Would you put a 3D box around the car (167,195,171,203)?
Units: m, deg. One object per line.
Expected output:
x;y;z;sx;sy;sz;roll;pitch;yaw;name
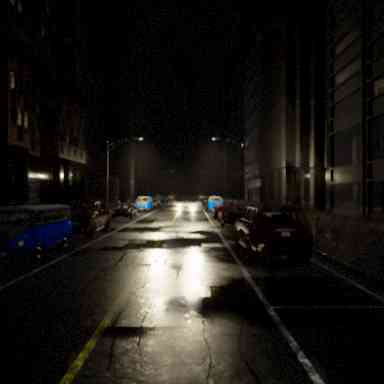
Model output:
-5.752;1.666;68.073;1.752;1.417;4.829;0;0;0;car

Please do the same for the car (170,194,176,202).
-5.750;1.759;85.071;1.947;1.339;4.313;0;0;0;car

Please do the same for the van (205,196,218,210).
2.769;1.420;40.204;1.690;1.788;3.998;0;0;0;van

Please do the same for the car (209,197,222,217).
2.768;1.496;28.985;1.967;1.590;4.097;0;0;0;car

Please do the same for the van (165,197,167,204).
-5.753;1.455;57.025;1.690;1.788;3.998;0;0;0;van

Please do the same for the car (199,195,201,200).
2.772;1.652;62.810;1.752;1.417;4.829;0;0;0;car

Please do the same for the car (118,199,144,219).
-5.758;1.607;28.977;2.008;1.369;4.403;0;0;0;car

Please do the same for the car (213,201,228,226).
2.767;1.589;23.376;1.887;1.381;4.507;0;0;0;car

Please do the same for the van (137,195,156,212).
-5.756;1.420;40.197;1.690;1.788;3.998;0;0;0;van

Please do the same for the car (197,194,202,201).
2.775;1.743;85.075;2.008;1.369;4.403;0;0;0;car

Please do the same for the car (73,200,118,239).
-5.759;1.349;17.758;2.192;1.841;5.009;0;0;0;car

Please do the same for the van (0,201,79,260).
-5.760;1.364;12.149;1.690;1.788;3.998;0;0;0;van

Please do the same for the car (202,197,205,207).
2.770;1.635;45.813;1.887;1.381;4.507;0;0;0;car

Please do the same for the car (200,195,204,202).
2.771;1.639;57.201;1.752;1.417;4.829;0;0;0;car

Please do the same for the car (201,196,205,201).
2.771;1.668;51.422;1.947;1.339;4.313;0;0;0;car

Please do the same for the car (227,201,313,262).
2.765;1.338;12.158;2.192;1.841;5.009;0;0;0;car

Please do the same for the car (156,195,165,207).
-5.754;1.542;51.416;1.967;1.590;4.097;0;0;0;car
